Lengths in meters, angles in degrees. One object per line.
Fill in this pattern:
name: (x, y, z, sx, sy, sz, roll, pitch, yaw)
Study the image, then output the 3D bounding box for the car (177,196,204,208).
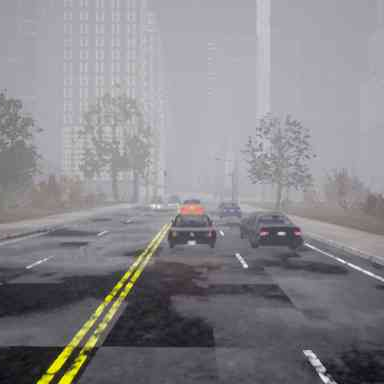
car: (0.011, 1.360, 29.599, 2.097, 1.767, 4.553, 0, 0, 0)

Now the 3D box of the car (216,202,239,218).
car: (3.261, 1.557, 29.627, 2.033, 1.411, 5.357, 0, 0, 0)

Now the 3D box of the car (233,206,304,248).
car: (3.255, 1.562, 14.626, 2.033, 1.411, 5.357, 0, 0, 0)

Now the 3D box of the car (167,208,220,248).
car: (0.005, 1.615, 14.657, 1.895, 1.301, 4.718, 0, 0, 0)

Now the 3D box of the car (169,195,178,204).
car: (-3.227, 1.363, 62.684, 2.097, 1.767, 4.553, 0, 0, 0)

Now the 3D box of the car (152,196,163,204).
car: (-6.477, 1.479, 62.656, 2.128, 1.511, 4.902, 0, 0, 0)
